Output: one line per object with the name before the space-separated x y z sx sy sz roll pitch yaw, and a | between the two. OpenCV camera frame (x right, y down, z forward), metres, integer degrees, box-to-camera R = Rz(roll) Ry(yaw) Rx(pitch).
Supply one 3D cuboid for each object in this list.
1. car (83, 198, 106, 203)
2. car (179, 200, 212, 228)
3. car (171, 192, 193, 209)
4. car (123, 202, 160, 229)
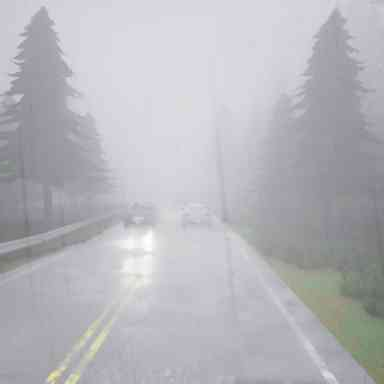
car | -17.208 1.853 59.019 4.892 1.490 1.837 -3 2 32
car | 0.274 1.461 21.472 1.812 1.442 4.674 0 0 -1
car | -1.309 1.076 42.923 2.150 2.045 5.566 -1 0 -11
car | -3.123 1.431 21.317 2.128 1.511 4.902 0 0 -1
